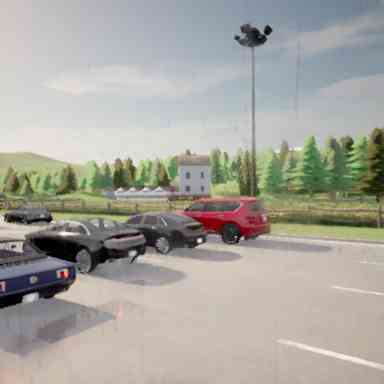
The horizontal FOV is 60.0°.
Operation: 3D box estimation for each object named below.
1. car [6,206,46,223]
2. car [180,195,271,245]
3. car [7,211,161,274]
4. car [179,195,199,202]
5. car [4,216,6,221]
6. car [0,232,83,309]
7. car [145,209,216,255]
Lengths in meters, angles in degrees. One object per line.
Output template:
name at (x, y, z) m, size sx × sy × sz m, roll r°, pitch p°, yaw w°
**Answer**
car at (-12.850, 1.775, 26.051) m, size 4.181 × 1.385 × 1.994 m, roll -1°, pitch 0°, yaw 35°
car at (1.015, 1.291, 16.164) m, size 5.566 × 2.045 × 2.150 m, roll -1°, pitch 0°, yaw 36°
car at (-3.668, 1.568, 10.906) m, size 4.902 × 1.511 × 2.128 m, roll -1°, pitch 0°, yaw 35°
car at (-0.784, 1.618, 83.808) m, size 4.605 × 1.855 × 1.932 m, roll -1°, pitch 0°, yaw 35°
car at (-15.717, 1.697, 23.796) m, size 5.008 × 1.535 × 1.882 m, roll -1°, pitch 0°, yaw 35°
car at (-4.753, 1.668, 7.381) m, size 4.718 × 1.301 × 1.895 m, roll -1°, pitch 0°, yaw 35°
car at (-1.690, 1.582, 13.795) m, size 4.892 × 1.490 × 1.837 m, roll -1°, pitch 0°, yaw 36°
